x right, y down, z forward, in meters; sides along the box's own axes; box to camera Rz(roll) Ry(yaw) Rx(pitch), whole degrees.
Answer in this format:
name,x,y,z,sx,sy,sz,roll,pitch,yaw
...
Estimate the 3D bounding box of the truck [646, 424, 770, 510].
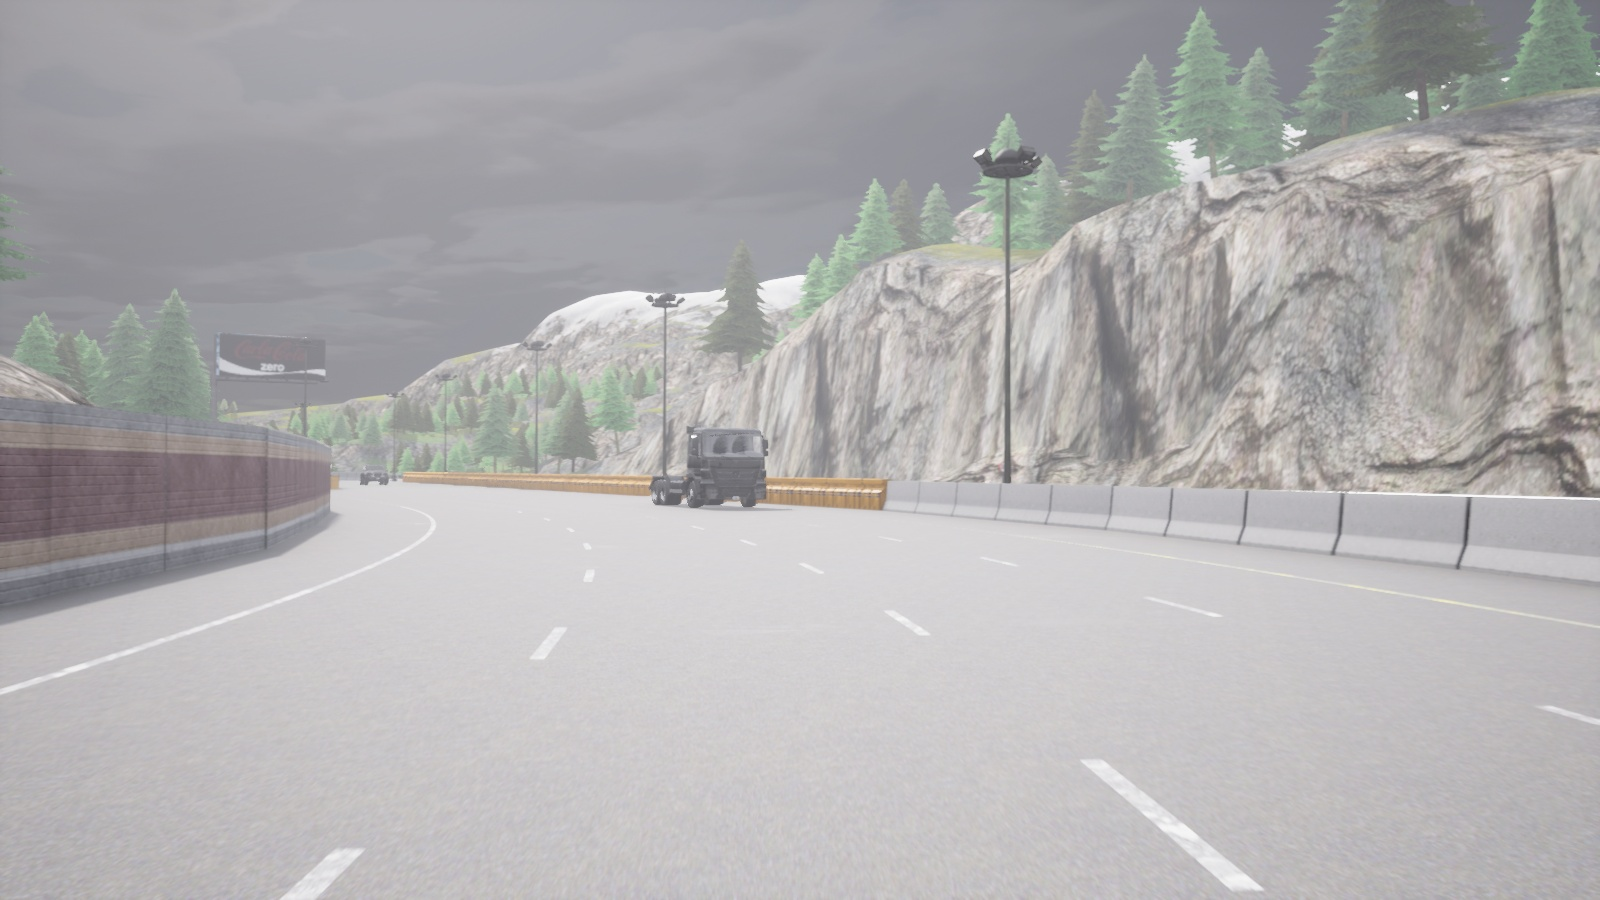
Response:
name,x,y,z,sx,sy,sz,roll,pitch,yaw
truck,-4.170,0.765,54.634,2.891,3.462,7.936,0,-1,-24
